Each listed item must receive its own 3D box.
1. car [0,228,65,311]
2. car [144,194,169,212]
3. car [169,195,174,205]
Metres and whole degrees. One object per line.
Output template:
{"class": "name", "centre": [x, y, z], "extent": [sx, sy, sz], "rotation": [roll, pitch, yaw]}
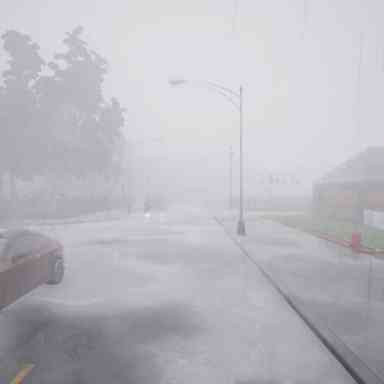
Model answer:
{"class": "car", "centre": [-4.121, 1.522, 6.743], "extent": [1.812, 1.442, 4.674], "rotation": [0, 0, 0]}
{"class": "car", "centre": [-4.217, 1.203, 38.601], "extent": [2.150, 2.045, 5.566], "rotation": [0, 0, 0]}
{"class": "car", "centre": [-4.178, 1.331, 57.461], "extent": [2.097, 1.767, 4.553], "rotation": [0, 0, 0]}
